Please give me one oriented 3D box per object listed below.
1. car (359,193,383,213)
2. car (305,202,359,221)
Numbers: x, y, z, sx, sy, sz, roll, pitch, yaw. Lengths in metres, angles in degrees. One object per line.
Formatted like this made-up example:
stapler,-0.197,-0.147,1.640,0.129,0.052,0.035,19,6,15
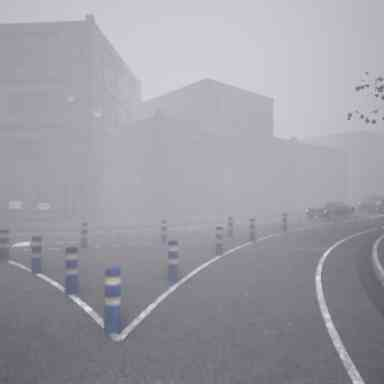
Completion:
car,17.628,1.022,31.736,4.553,1.767,2.097,-1,1,-40
car,10.778,1.432,25.910,4.718,1.301,1.895,-1,1,-40
